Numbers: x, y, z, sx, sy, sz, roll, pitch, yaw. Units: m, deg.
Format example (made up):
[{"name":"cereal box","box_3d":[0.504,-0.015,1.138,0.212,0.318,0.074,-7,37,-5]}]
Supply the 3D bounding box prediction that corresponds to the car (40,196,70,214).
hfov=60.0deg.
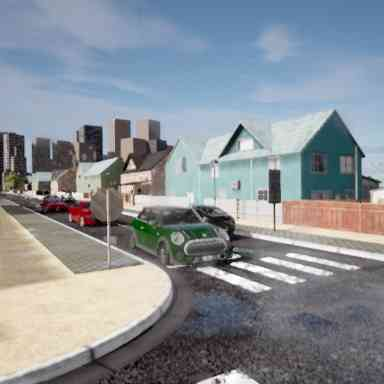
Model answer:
[{"name":"car","box_3d":[-13.611,1.341,32.672,1.895,1.301,4.718,-1,1,-32]}]

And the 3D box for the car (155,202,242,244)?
[{"name":"car","box_3d":[0.097,1.366,16.227,1.837,1.490,4.892,-1,1,-32]}]

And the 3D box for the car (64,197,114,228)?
[{"name":"car","box_3d":[-6.611,1.320,21.533,1.882,1.535,5.008,-1,1,-32]}]

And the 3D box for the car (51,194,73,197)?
[{"name":"car","box_3d":[-15.789,1.121,41.537,2.128,1.511,4.902,-1,1,-31]}]

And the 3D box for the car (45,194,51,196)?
[{"name":"car","box_3d":[-21.331,1.042,50.259,2.128,1.511,4.902,-1,1,-32]}]

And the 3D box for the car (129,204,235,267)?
[{"name":"car","box_3d":[-0.593,1.290,11.500,2.097,1.767,4.553,-1,1,-28]}]
